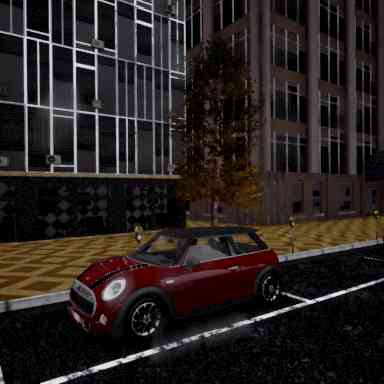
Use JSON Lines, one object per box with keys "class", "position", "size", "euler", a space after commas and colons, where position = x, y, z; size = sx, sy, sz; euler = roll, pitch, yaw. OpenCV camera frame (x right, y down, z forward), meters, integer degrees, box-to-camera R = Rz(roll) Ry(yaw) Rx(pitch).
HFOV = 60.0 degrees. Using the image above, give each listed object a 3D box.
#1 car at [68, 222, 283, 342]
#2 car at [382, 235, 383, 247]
{"class": "car", "position": [-0.194, 1.439, 6.404], "size": [4.097, 1.590, 1.967], "euler": [0, -1, -35]}
{"class": "car", "position": [9.107, 1.547, 12.939], "size": [4.403, 1.369, 2.008], "euler": [0, -1, -35]}
